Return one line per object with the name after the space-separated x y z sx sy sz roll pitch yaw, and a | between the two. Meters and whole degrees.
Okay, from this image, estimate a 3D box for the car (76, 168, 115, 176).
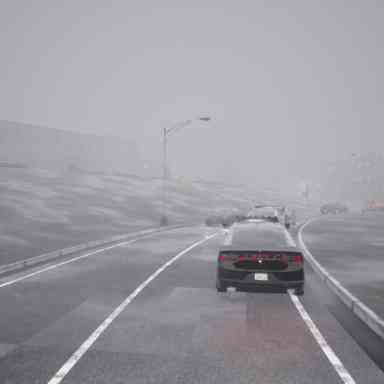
-14.379 -2.725 48.531 4.892 1.521 2.231 3 -5 -41 | car

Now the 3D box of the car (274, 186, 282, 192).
20.632 -0.417 84.129 2.435 2.045 5.566 -3 -6 40 | car

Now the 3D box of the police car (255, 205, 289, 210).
4.061 1.544 18.270 1.930 1.638 5.238 -1 -1 19 | police car

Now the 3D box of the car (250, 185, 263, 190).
13.367 -0.838 75.551 2.231 1.521 4.892 -4 -6 42 | car

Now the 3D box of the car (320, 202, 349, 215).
17.852 2.050 41.565 4.892 1.490 1.837 1 -4 -41 | car

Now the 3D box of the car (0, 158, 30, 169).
-22.680 -3.283 41.423 4.553 1.767 2.185 3 -5 -41 | car

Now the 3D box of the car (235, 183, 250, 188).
9.736 -1.086 71.533 2.002 1.452 4.674 -4 -6 43 | car

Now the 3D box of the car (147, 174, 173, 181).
-6.063 -2.199 55.815 4.674 1.452 2.002 4 -6 -42 | car

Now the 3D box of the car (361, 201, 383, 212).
27.245 2.117 49.727 4.553 1.767 2.097 2 -4 -39 | car

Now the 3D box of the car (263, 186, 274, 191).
17.046 -0.640 79.818 2.185 1.767 4.553 -4 -6 41 | car

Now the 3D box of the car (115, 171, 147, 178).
-10.198 -2.494 52.126 4.892 1.521 2.231 3 -5 -41 | car

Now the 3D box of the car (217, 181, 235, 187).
5.952 -1.380 67.525 2.163 1.488 4.792 -4 -6 44 | car

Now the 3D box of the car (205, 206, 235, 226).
2.605 1.851 25.844 1.812 1.442 4.674 -2 -2 26 | car

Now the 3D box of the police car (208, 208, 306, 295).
1.749 1.458 9.009 1.930 1.638 5.238 -1 0 9 | police car

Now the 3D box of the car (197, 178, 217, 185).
1.946 -1.824 63.452 4.553 1.767 2.185 4 -6 -44 | car

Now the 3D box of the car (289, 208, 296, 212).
6.136 1.693 23.490 1.837 1.490 4.892 -2 -1 24 | car

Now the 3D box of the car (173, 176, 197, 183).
-2.009 -1.972 59.596 5.008 1.535 2.097 4 -6 -43 | car
